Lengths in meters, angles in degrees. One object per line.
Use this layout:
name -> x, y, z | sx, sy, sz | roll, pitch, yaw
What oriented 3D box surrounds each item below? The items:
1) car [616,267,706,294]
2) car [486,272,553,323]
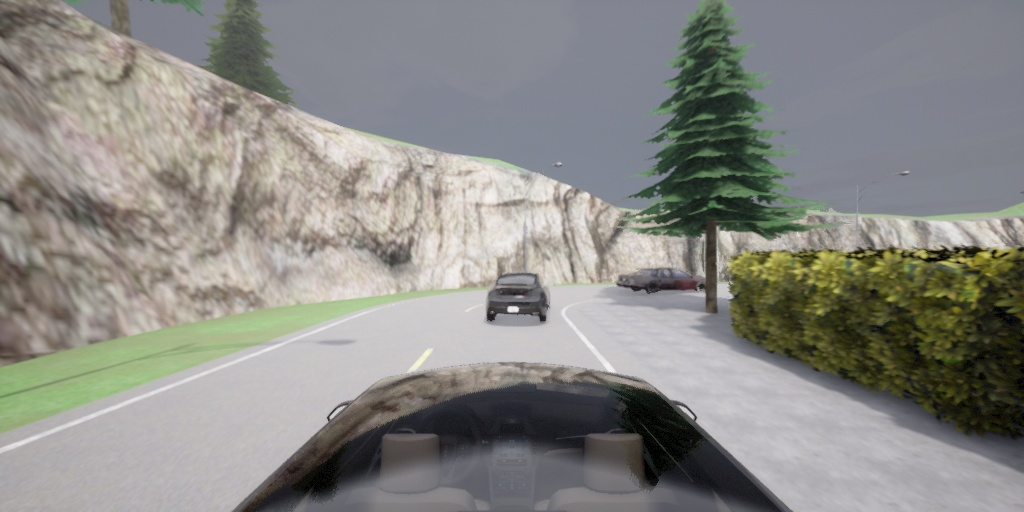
car -> 8.580, 1.339, 20.107 | 5.357, 1.411, 2.033 | 0, 0, -12
car -> 0.342, 1.278, 12.435 | 1.837, 1.490, 4.892 | 0, -1, 7
